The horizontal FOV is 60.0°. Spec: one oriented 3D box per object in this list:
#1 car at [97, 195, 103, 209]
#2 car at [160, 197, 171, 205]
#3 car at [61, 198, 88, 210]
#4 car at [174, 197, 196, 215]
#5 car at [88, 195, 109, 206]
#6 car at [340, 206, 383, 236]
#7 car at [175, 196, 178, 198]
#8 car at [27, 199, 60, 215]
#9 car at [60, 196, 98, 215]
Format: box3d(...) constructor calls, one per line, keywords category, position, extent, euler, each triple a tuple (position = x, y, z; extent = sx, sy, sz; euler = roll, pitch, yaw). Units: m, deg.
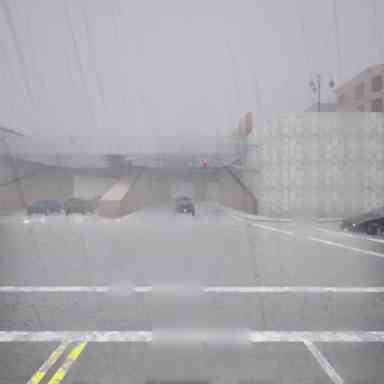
box3d(category="car", position=(-11.560, 1.349, 42.876), extent=(2.097, 1.767, 4.553), euler=(0, 0, -1))
box3d(category="car", position=(-4.752, 1.543, 59.952), extent=(2.033, 1.411, 5.357), euler=(0, 0, 0))
box3d(category="car", position=(-15.065, 1.502, 42.976), extent=(1.837, 1.490, 4.892), euler=(0, 0, -1))
box3d(category="car", position=(-0.690, 1.524, 33.257), extent=(1.812, 1.442, 4.674), euler=(0, 0, -1))
box3d(category="car", position=(-15.310, 1.348, 54.723), extent=(2.097, 1.767, 4.553), euler=(0, 0, -1))
box3d(category="car", position=(10.724, 1.414, 17.441), extent=(5.357, 1.411, 2.033), euler=(-4, 0, 1))
box3d(category="car", position=(-2.353, 1.520, 74.694), extent=(1.812, 1.442, 4.674), euler=(0, 0, 24))
box3d(category="car", position=(-14.825, 1.476, 33.630), extent=(1.882, 1.535, 5.008), euler=(0, 0, -1))
box3d(category="car", position=(-11.327, 1.503, 33.746), extent=(1.837, 1.490, 4.892), euler=(0, 0, -1))
